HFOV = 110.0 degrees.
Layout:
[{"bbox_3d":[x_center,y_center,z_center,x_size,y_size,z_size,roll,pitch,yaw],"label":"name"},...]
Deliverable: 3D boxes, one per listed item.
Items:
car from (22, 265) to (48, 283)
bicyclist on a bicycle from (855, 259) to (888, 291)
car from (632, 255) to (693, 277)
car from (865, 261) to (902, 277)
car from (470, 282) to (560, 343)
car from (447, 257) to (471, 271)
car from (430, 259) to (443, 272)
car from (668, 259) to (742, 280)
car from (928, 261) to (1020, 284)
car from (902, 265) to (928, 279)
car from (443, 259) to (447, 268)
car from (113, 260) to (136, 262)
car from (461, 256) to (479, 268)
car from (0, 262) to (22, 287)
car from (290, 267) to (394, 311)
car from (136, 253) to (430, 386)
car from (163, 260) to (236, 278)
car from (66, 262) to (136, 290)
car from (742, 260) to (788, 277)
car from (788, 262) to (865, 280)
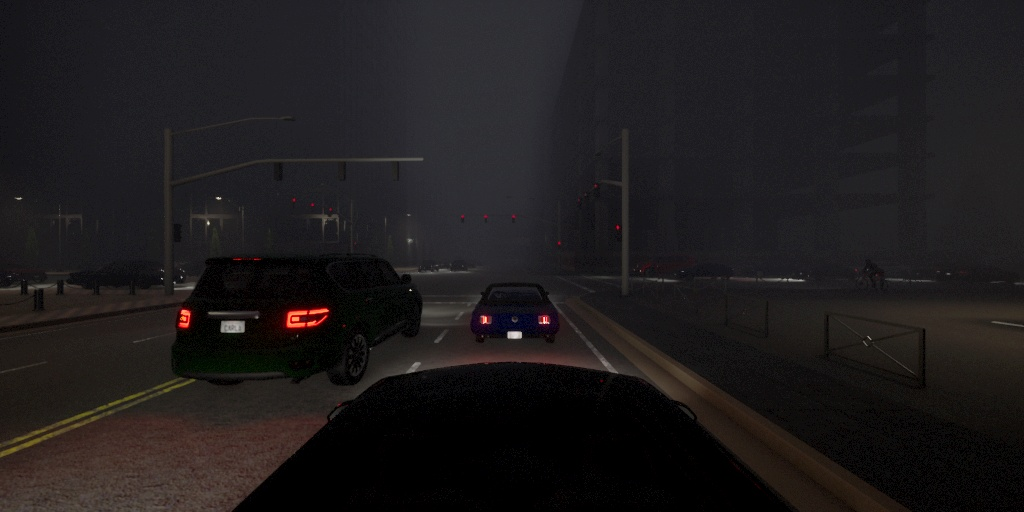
[{"bbox_3d":[-35.782,1.168,25.128,5.008,1.535,1.882,0,0,0],"label":"car"},{"bbox_3d":[18.322,0.995,18.298,0.582,1.620,1.656,0,0,0],"label":"bicyclist on a bicycle"},{"bbox_3d":[13.918,0.911,32.765,5.566,2.045,2.150,0,0,0],"label":"car"},{"bbox_3d":[33.658,1.214,32.831,4.674,1.442,1.812,0,0,0],"label":"car"},{"bbox_3d":[0.075,1.349,9.644,1.895,1.301,4.718,0,0,0],"label":"car"},{"bbox_3d":[-7.123,1.245,48.531,1.837,1.490,4.892,0,0,0],"label":"car"},{"bbox_3d":[-10.623,1.246,45.907,1.837,1.490,4.892,0,0,0],"label":"car"},{"bbox_3d":[15.637,1.215,29.250,4.674,1.442,1.812,0,0,0],"label":"car"},{"bbox_3d":[33.208,1.254,25.641,4.181,1.385,1.994,0,0,0],"label":"car"},{"bbox_3d":[35.595,1.194,29.336,4.892,1.490,1.837,0,0,0],"label":"car"},{"bbox_3d":[-10.618,1.231,56.693,2.128,1.511,4.902,0,0,0],"label":"car"},{"bbox_3d":[-25.687,1.042,25.100,4.553,1.767,2.097,0,0,0],"label":"car"},{"bbox_3d":[-7.113,1.216,59.116,1.882,1.535,5.008,0,0,0],"label":"car"},{"bbox_3d":[-33.236,1.216,21.608,4.674,1.442,1.812,0,0,0],"label":"car"},{"bbox_3d":[-7.108,1.287,15.807,2.033,1.411,5.357,0,0,0],"label":"car"},{"bbox_3d":[-3.441,0.970,7.129,2.150,2.045,5.566,0,0,0],"label":"car"},{"bbox_3d":[-28.007,1.166,32.212,5.008,1.535,1.882,0,0,1],"label":"car"},{"bbox_3d":[-23.154,1.238,21.585,5.357,1.411,2.033,0,0,-4],"label":"car"},{"bbox_3d":[23.647,1.166,32.800,5.008,1.535,1.882,0,0,-1],"label":"car"},{"bbox_3d":[25.601,1.253,29.310,4.181,1.385,1.994,0,0,0],"label":"car"}]
